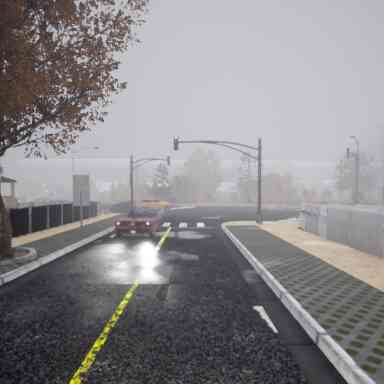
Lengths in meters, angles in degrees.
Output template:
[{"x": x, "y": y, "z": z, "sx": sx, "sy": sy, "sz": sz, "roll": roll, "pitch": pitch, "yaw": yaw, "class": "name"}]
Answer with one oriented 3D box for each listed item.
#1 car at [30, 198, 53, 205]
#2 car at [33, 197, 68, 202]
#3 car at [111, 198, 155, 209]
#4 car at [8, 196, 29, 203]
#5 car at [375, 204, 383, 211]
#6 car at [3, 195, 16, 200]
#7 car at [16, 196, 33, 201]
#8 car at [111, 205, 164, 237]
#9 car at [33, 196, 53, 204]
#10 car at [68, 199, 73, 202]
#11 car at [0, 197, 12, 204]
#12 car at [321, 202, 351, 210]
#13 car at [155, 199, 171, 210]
[{"x": -28.740, "y": 1.780, "z": 63.336, "sx": 4.718, "sy": 1.301, "sz": 1.895, "roll": -1, "pitch": 2, "yaw": 36, "class": "car"}, {"x": -21.044, "y": 1.805, "z": 49.472, "sx": 4.892, "sy": 1.490, "sz": 1.837, "roll": 0, "pitch": 2, "yaw": 36, "class": "car"}, {"x": -7.300, "y": 1.730, "z": 39.433, "sx": 5.357, "sy": 1.411, "sz": 2.033, "roll": 0, "pitch": 2, "yaw": 37, "class": "car"}, {"x": -38.968, "y": 1.608, "z": 74.651, "sx": 4.902, "sy": 1.511, "sz": 2.128, "roll": -1, "pitch": 2, "yaw": 36, "class": "car"}, {"x": 18.506, "y": 1.289, "z": 29.017, "sx": 4.674, "sy": 1.442, "sz": 1.812, "roll": 0, "pitch": 2, "yaw": 37, "class": "car"}, {"x": -34.205, "y": 1.636, "z": 59.130, "sx": 5.566, "sy": 2.045, "sz": 2.150, "roll": 0, "pitch": 2, "yaw": 36, "class": "car"}, {"x": -31.985, "y": 1.797, "z": 61.549, "sx": 4.902, "sy": 1.511, "sz": 2.128, "roll": -1, "pitch": 2, "yaw": 36, "class": "car"}, {"x": -2.818, "y": 1.595, "z": 18.139, "sx": 1.895, "sy": 1.301, "sz": 4.718, "roll": 0, "pitch": 0, "yaw": 0, "class": "car"}, {"x": -30.863, "y": 1.656, "z": 68.768, "sx": 4.181, "sy": 1.385, "sz": 1.994, "roll": -1, "pitch": 2, "yaw": 36, "class": "car"}, {"x": -20.053, "y": 1.800, "z": 52.774, "sx": 4.718, "sy": 1.301, "sz": 1.895, "roll": -1, "pitch": 2, "yaw": 36, "class": "car"}, {"x": -41.085, "y": 1.855, "z": 72.180, "sx": 4.181, "sy": 1.385, "sz": 1.994, "roll": -1, "pitch": 2, "yaw": 36, "class": "car"}, {"x": 12.511, "y": 1.515, "z": 29.105, "sx": 4.718, "sy": 1.301, "sz": 1.895, "roll": -1, "pitch": 2, "yaw": 36, "class": "car"}, {"x": -4.926, "y": 1.545, "z": 41.769, "sx": 5.008, "sy": 1.535, "sz": 1.882, "roll": -1, "pitch": 2, "yaw": 36, "class": "car"}]
